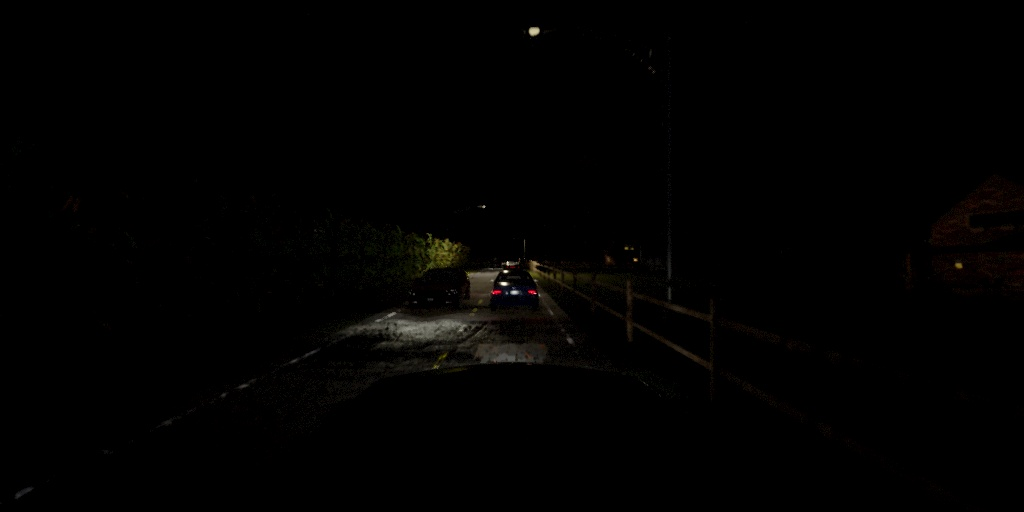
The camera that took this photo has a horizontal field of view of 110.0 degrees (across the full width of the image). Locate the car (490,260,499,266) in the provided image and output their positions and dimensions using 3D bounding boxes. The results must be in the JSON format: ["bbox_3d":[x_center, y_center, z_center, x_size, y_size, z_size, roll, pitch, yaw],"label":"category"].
[{"bbox_3d":[-2.753,1.363,61.988,2.033,1.411,5.357,0,0,0],"label":"car"}]

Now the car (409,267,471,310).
[{"bbox_3d":[-2.850,1.234,15.017,1.882,1.535,5.008,0,0,0],"label":"car"}]

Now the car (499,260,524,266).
[{"bbox_3d":[0.099,1.264,35.359,2.128,1.511,4.902,0,0,0],"label":"car"}]

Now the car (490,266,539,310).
[{"bbox_3d":[0.083,1.304,14.801,2.033,1.411,5.357,0,0,0],"label":"car"}]
